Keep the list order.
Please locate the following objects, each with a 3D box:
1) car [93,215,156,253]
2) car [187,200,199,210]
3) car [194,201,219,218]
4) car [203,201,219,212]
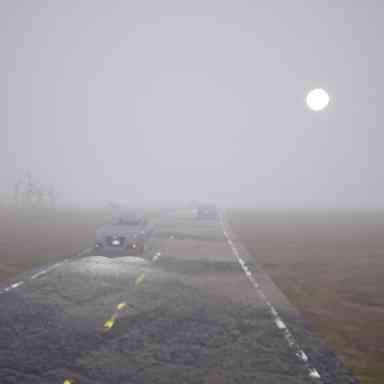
[{"bbox_3d":[-2.787,1.717,14.425,1.994,1.385,4.181,0,-1,2],"label":"car"},{"bbox_3d":[0.445,2.064,53.734,2.128,1.511,4.902,0,-1,8],"label":"car"},{"bbox_3d":[1.666,1.943,35.205,1.994,1.385,4.181,0,-1,6],"label":"car"},{"bbox_3d":[2.708,2.068,46.922,1.994,1.385,4.181,0,-1,7],"label":"car"}]
